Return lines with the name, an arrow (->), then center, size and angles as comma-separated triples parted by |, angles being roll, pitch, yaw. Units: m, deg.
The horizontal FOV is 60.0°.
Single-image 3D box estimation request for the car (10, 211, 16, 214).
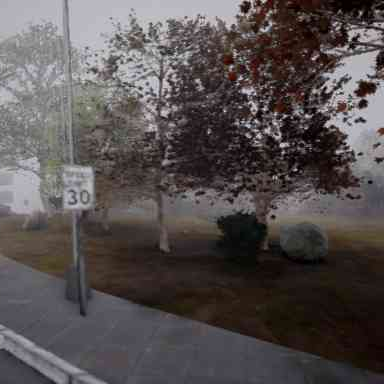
car -> -26.129, 3.160, 45.808 | 1.812, 1.442, 4.674 | -4, -5, 5
